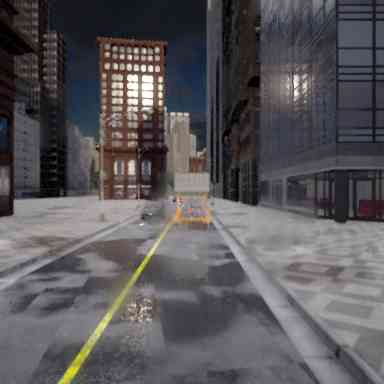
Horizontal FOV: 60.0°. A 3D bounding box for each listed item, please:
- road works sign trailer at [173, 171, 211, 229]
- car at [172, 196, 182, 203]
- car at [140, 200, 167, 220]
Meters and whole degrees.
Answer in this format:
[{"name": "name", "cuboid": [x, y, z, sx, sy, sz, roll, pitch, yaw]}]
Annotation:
[{"name": "road works sign trailer", "cuboid": [0.003, 0.440, 21.413, 2.380, 3.560, 2.880, 0, 0, 0]}, {"name": "car", "cuboid": [-2.995, 1.571, 68.077, 2.033, 1.411, 5.357, 0, 0, 0]}, {"name": "car", "cuboid": [-3.094, 1.476, 27.532, 1.837, 1.490, 4.892, 0, 0, 0]}]
